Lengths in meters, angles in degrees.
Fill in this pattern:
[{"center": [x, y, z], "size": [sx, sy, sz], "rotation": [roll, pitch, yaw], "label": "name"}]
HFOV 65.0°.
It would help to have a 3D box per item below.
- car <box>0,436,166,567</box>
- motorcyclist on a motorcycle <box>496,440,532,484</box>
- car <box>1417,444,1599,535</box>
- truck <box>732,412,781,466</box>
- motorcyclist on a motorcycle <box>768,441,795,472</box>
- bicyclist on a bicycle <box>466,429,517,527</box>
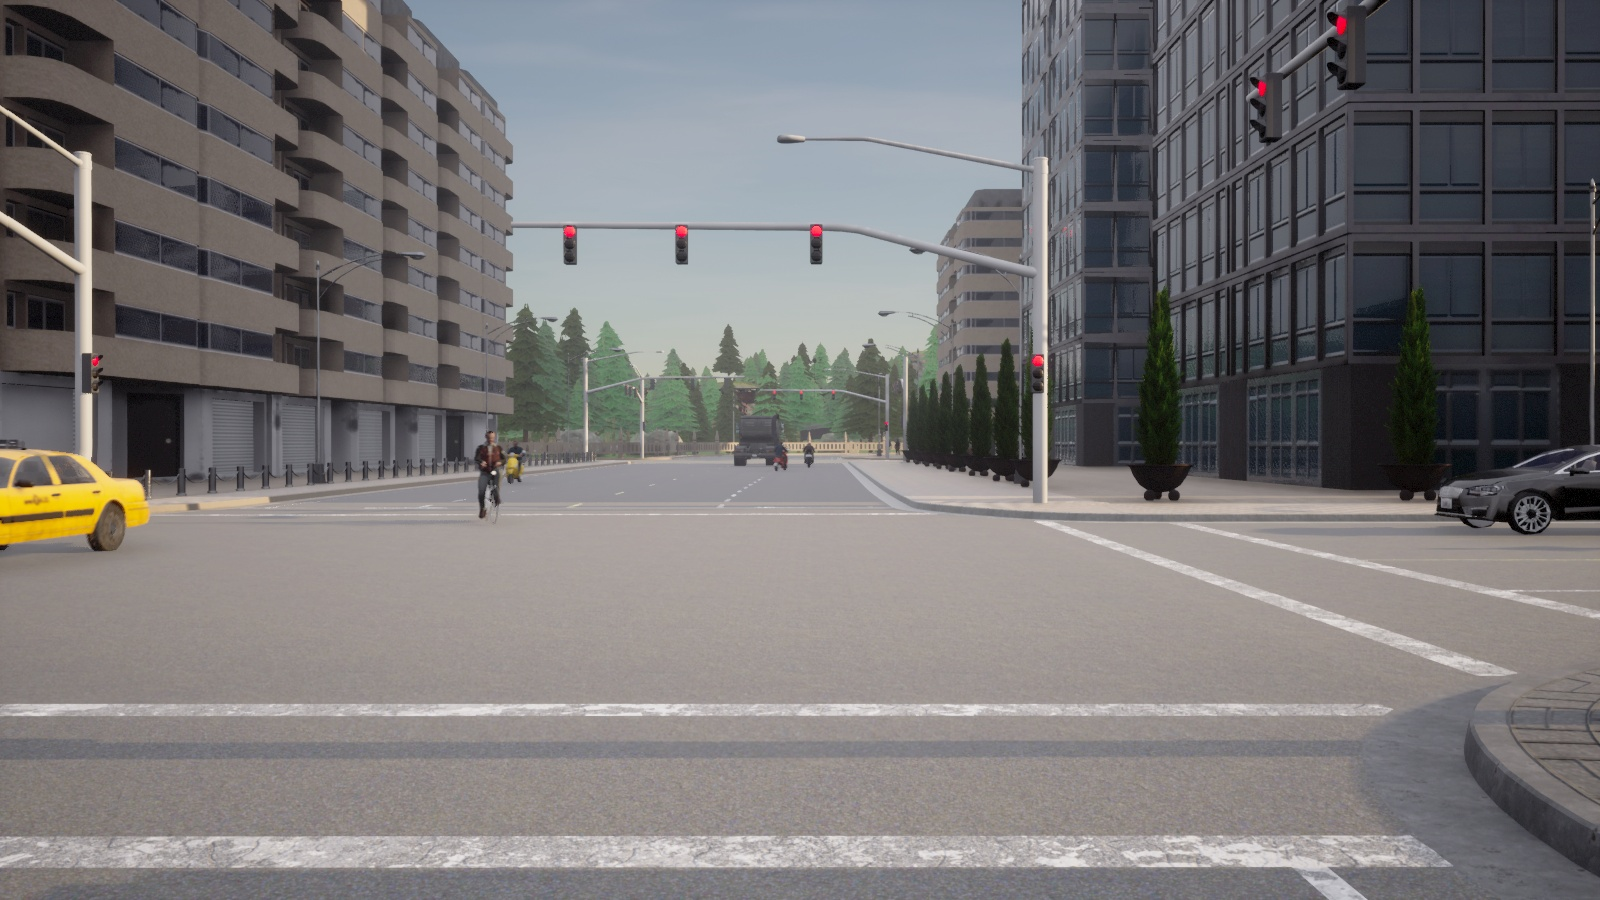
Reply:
[{"center": [-10.515, 0.612, 16.391], "size": [1.801, 1.575, 5.366], "rotation": [0, 0, 0], "label": "car"}, {"center": [-10.493, 0.431, 46.146], "size": [0.866, 1.590, 1.817], "rotation": [0, 0, 1], "label": "motorcyclist on a motorcycle"}, {"center": [13.678, 0.646, 21.788], "size": [4.902, 1.511, 2.128], "rotation": [0, 0, 1], "label": "car"}, {"center": [-2.822, -0.710, 83.605], "size": [2.891, 3.462, 7.936], "rotation": [0, 0, 1], "label": "truck"}, {"center": [-0.976, 0.324, 66.458], "size": [0.866, 1.590, 1.817], "rotation": [0, 0, 19], "label": "motorcyclist on a motorcycle"}, {"center": [-5.808, 0.505, 23.597], "size": [0.659, 1.776, 1.843], "rotation": [1, 0, -21], "label": "bicyclist on a bicycle"}]
